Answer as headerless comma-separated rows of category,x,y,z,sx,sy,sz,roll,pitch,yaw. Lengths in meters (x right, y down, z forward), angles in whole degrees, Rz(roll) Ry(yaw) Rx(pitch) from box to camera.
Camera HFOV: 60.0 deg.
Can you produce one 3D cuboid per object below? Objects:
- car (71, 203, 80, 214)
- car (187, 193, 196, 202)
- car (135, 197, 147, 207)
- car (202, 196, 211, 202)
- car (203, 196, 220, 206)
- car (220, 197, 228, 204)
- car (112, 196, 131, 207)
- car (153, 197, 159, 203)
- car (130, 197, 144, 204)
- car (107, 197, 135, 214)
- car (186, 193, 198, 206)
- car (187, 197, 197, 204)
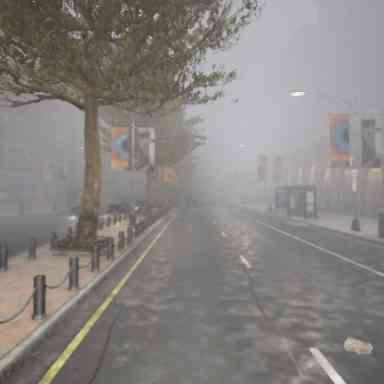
car,-11.607,1.728,36.445,1.895,1.301,4.718,0,0,0
car,-0.025,1.335,80.902,2.150,2.045,5.566,0,0,0
car,-8.072,1.756,54.882,1.994,1.385,4.181,0,0,0
car,3.475,1.662,80.872,1.994,1.385,4.181,0,0,0
car,3.481,1.813,60.513,1.895,1.301,4.718,0,0,0
car,6.727,1.853,73.413,1.895,1.301,4.718,0,0,0
car,-11.571,1.544,54.859,2.097,1.767,4.553,0,0,1
car,-8.022,1.715,70.070,1.882,1.535,5.008,0,0,0
car,-11.522,1.756,69.879,2.128,1.511,4.902,0,0,0
car,-8.105,1.608,37.204,1.882,1.535,5.008,0,0,0
car,-0.019,1.564,60.536,2.097,1.767,4.553,0,0,0
car,-0.022,1.797,70.827,1.994,1.385,4.181,0,0,0
